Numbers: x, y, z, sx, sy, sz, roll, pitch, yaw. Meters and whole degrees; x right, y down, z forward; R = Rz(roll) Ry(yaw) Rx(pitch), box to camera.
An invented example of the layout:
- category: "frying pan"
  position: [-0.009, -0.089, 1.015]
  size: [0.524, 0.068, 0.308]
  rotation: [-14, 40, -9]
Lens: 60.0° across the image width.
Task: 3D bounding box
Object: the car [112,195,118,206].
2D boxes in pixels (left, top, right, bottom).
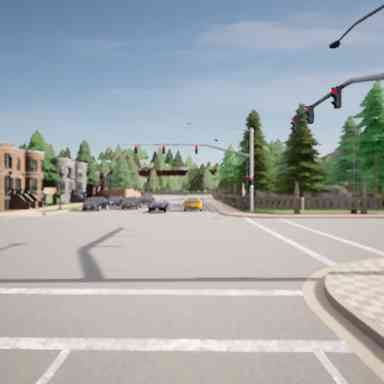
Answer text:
- category: "car"
  position: [-10.575, 1.234, 45.980]
  size: [2.128, 1.511, 4.902]
  rotation: [0, 0, 0]

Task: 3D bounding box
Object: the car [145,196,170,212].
- category: "car"
  position: [-3.402, 1.407, 34.734]
  size: [1.895, 1.301, 4.718]
  rotation: [0, 0, 0]

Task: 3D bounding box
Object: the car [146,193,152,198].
- category: "car"
  position: [-7.037, 1.067, 51.068]
  size: [2.097, 1.767, 4.553]
  rotation: [0, 0, 1]

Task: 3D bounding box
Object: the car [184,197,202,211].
- category: "car"
  position: [0.098, 1.266, 37.849]
  size: [1.882, 1.535, 5.008]
  rotation: [0, 0, 0]

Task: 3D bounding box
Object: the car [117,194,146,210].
- category: "car"
  position: [-7.066, 1.285, 39.265]
  size: [1.837, 1.490, 4.892]
  rotation: [0, 0, 0]

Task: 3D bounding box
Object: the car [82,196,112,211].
- category: "car"
  position: [-10.578, 1.301, 36.553]
  size: [1.837, 1.490, 4.892]
  rotation: [0, 0, 0]
